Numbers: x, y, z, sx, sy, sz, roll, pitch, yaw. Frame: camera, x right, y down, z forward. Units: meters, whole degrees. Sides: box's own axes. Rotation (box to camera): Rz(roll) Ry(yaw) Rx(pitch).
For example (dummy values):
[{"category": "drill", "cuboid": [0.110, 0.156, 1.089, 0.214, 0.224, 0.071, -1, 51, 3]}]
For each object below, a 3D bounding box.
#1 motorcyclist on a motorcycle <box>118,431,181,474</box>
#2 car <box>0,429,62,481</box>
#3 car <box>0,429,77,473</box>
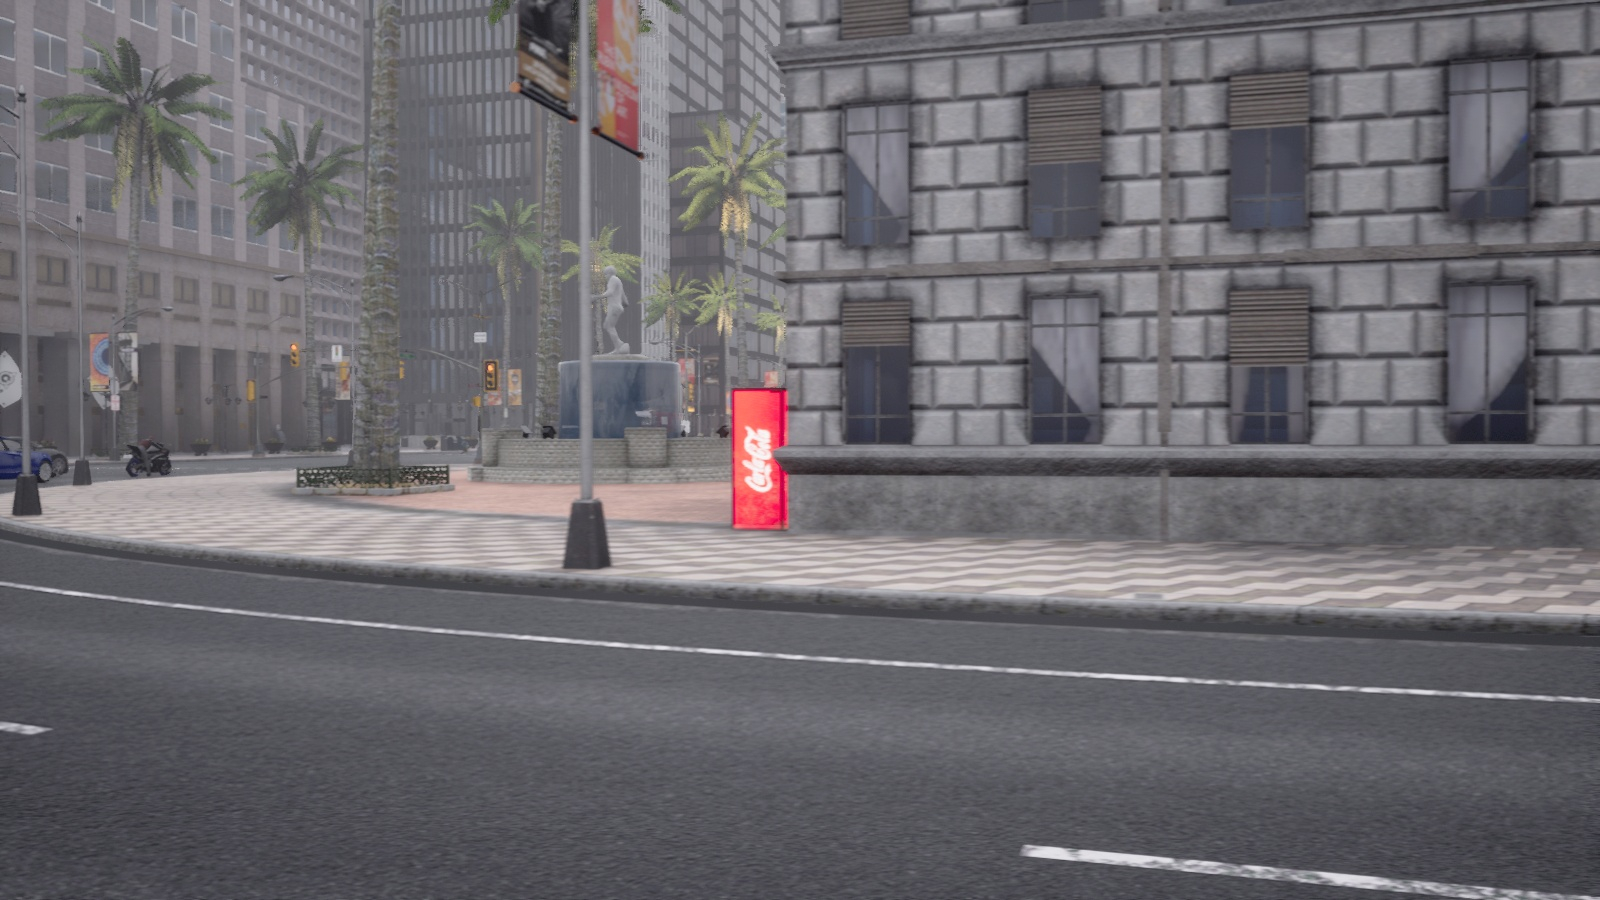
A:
[{"category": "motorcyclist on a motorcycle", "cuboid": [-23.767, 0.059, 45.925, 0.866, 1.530, 2.191, 0, 1, 12]}, {"category": "car", "cuboid": [-24.637, 0.120, 38.026, 1.882, 1.535, 5.008, 0, 1, -4]}, {"category": "car", "cuboid": [-27.657, 0.001, 44.163, 1.970, 1.475, 3.806, 0, 1, 7]}]
